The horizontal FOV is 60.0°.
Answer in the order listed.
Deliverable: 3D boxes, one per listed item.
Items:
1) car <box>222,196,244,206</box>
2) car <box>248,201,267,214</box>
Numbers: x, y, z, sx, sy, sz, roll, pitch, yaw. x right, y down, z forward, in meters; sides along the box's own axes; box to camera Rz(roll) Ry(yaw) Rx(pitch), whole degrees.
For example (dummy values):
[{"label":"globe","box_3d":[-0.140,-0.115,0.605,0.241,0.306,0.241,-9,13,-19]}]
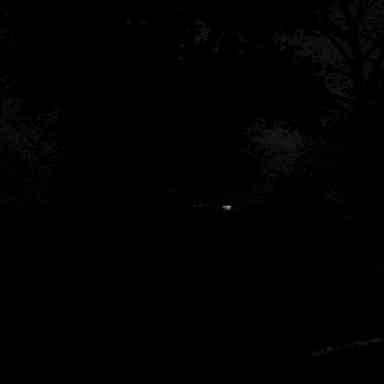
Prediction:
[{"label":"car","box_3d":[6.510,1.415,52.881,1.837,1.490,4.892,0,-1,40]},{"label":"car","box_3d":[7.761,1.499,31.739,4.718,1.301,1.895,0,0,44]}]
